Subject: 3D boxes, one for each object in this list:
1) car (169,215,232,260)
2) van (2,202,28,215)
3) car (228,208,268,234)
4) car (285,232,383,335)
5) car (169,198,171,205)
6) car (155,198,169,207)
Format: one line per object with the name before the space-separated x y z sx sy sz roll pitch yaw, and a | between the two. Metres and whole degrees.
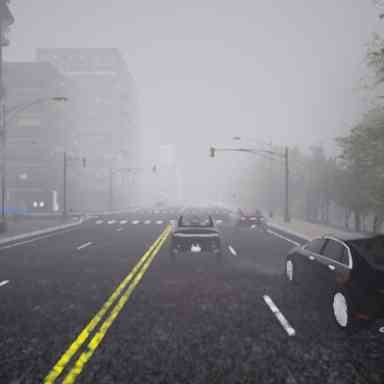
car | 0.131 1.640 13.082 2.128 1.511 4.902 0 -1 0
van | -22.623 2.078 41.300 3.998 1.788 1.690 -1 0 -1
car | 3.406 1.732 20.905 2.128 1.511 4.902 0 -1 -1
car | 3.362 1.584 6.882 1.837 1.490 4.892 0 -1 0
car | -6.282 2.329 82.337 2.097 1.767 4.553 0 -1 0
car | -6.331 2.382 66.782 1.895 1.301 4.718 0 -1 0
